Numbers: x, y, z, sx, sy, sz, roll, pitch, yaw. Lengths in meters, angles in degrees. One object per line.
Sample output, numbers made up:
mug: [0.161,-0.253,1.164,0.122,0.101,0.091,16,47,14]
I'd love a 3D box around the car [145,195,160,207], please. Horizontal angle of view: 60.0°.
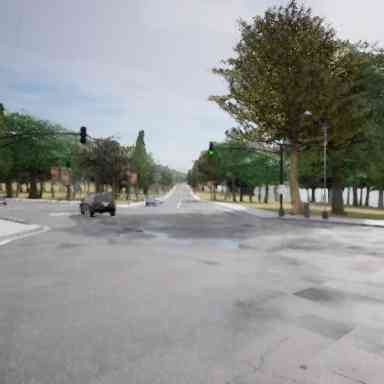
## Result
car: [-7.301,1.820,60.069,1.882,1.535,5.008,0,-1,-2]

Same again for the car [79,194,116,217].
car: [-8.783,1.157,30.787,2.150,2.045,5.566,-1,1,-31]

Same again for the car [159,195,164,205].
car: [-7.618,1.696,70.815,2.150,2.045,5.566,0,-1,-2]

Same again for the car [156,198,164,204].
car: [-7.995,2.260,83.638,1.895,1.301,4.718,0,-1,-2]

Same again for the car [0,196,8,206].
car: [-27.634,1.232,46.915,4.902,1.511,2.128,1,1,44]
